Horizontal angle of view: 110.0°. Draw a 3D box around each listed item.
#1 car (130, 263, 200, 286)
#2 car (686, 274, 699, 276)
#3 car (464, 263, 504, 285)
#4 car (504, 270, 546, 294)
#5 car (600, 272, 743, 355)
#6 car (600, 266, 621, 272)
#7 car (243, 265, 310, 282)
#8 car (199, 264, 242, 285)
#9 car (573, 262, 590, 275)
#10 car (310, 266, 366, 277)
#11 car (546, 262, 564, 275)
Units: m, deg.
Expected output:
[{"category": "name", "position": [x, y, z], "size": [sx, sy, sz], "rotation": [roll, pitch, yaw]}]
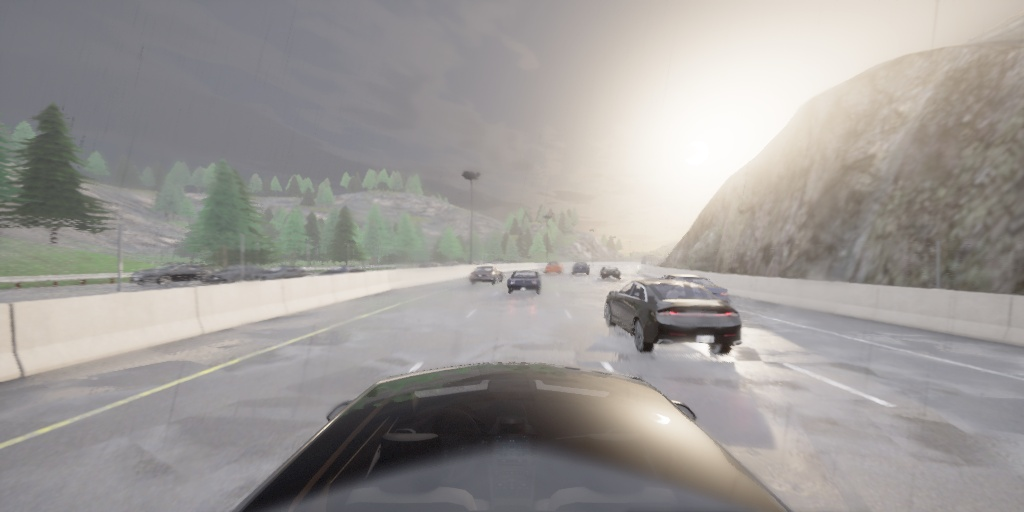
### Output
[{"category": "car", "position": [-23.311, 1.230, 24.935], "size": [2.128, 1.511, 4.902], "rotation": [0, 0, 6]}, {"category": "car", "position": [7.383, 1.484, 15.630], "size": [2.033, 1.411, 5.357], "rotation": [0, 0, 5]}, {"category": "car", "position": [-1.878, 1.508, 28.241], "size": [2.033, 1.411, 5.357], "rotation": [0, 0, 9]}, {"category": "car", "position": [0.900, 1.533, 21.991], "size": [1.895, 1.301, 4.718], "rotation": [0, 0, 6]}, {"category": "car", "position": [3.675, 1.338, 9.040], "size": [2.128, 1.511, 4.902], "rotation": [0, 0, 2]}, {"category": "car", "position": [10.406, 1.758, 38.135], "size": [1.895, 1.301, 4.718], "rotation": [0, -1, 12]}, {"category": "car", "position": [-16.216, 1.371, 25.401], "size": [1.994, 1.385, 4.181], "rotation": [0, 0, 7]}, {"category": "car", "position": [-19.659, 1.346, 26.094], "size": [1.994, 1.385, 4.181], "rotation": [0, 0, 7]}, {"category": "car", "position": [9.715, 1.601, 49.697], "size": [2.097, 1.767, 4.553], "rotation": [1, -1, 15]}, {"category": "car", "position": [-12.540, 1.416, 26.746], "size": [1.994, 1.385, 4.181], "rotation": [0, 0, 7]}, {"category": "car", "position": [5.879, 1.559, 48.796], "size": [2.097, 1.767, 4.553], "rotation": [1, -1, 14]}]
